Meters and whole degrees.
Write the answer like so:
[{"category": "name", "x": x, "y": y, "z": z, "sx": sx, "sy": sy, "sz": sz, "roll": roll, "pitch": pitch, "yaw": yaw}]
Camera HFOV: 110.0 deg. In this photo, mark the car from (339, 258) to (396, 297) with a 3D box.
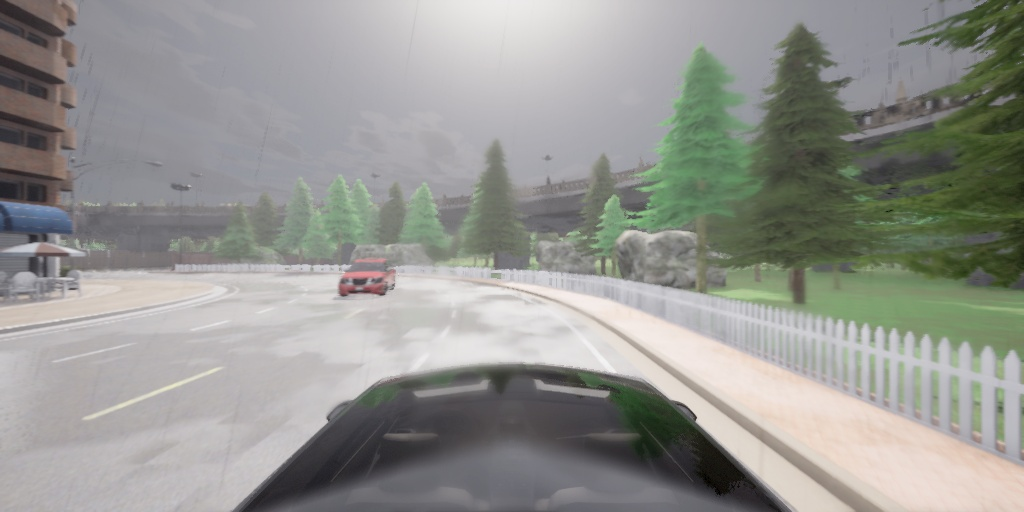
[{"category": "car", "x": -7.862, "y": 1.171, "z": 20.026, "sx": 2.150, "sy": 2.045, "sz": 5.566, "roll": 0, "pitch": 1, "yaw": -11}]
